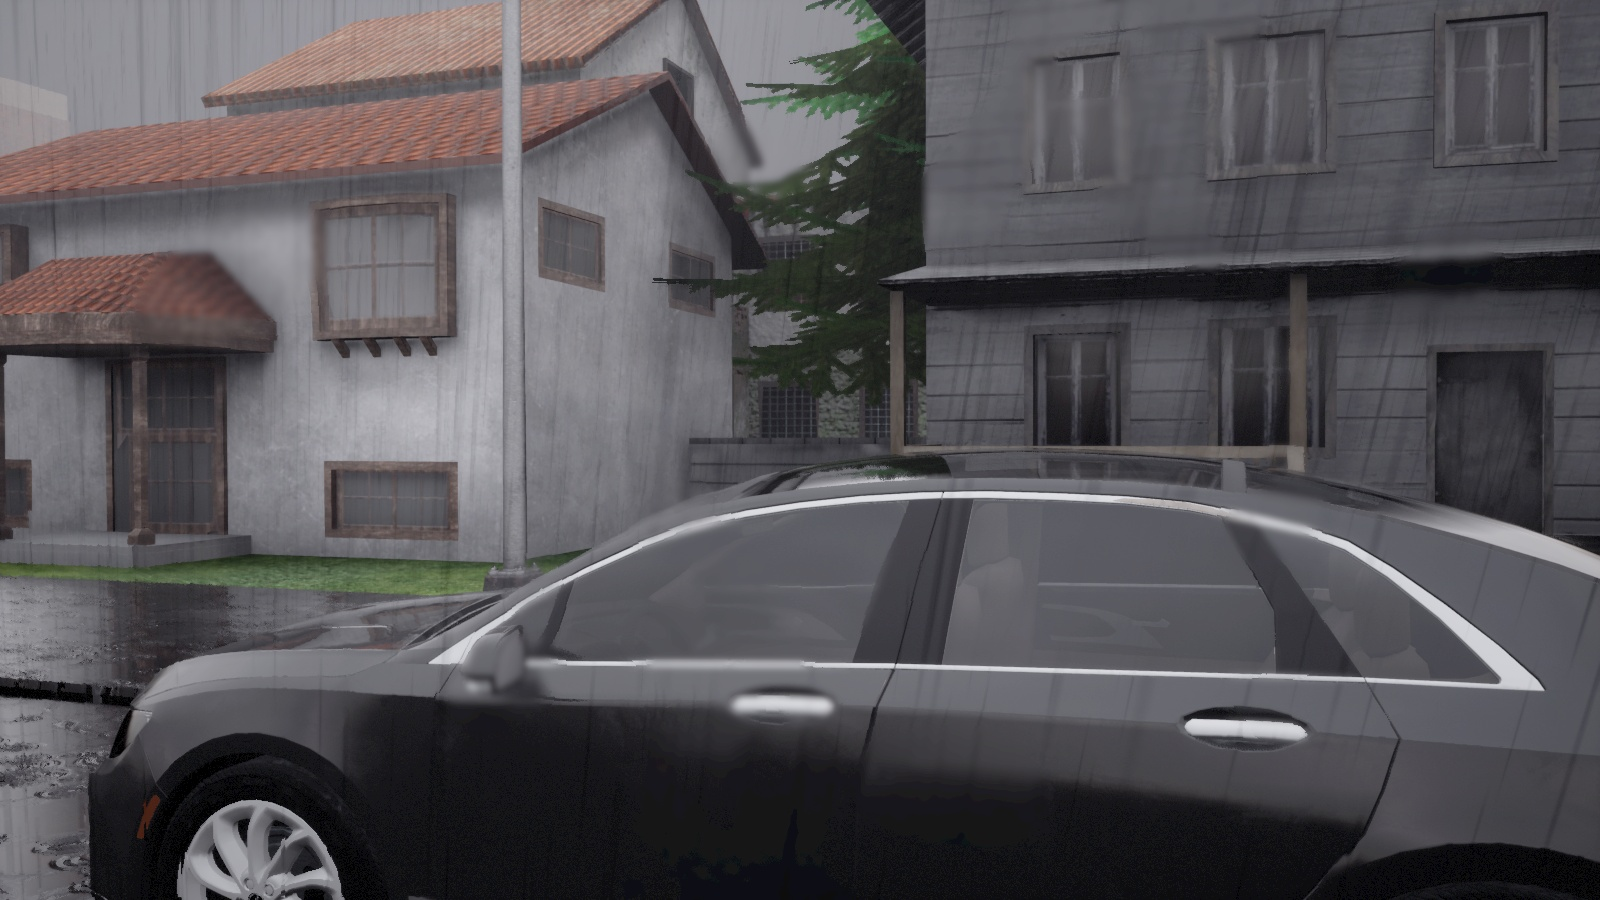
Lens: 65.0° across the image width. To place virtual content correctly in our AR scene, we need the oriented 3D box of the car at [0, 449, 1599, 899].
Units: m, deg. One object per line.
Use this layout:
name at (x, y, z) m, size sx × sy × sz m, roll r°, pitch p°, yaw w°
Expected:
car at (0.277, 0.774, 3.629) m, size 4.892 × 1.490 × 1.837 m, roll 1°, pitch 1°, yaw 19°
